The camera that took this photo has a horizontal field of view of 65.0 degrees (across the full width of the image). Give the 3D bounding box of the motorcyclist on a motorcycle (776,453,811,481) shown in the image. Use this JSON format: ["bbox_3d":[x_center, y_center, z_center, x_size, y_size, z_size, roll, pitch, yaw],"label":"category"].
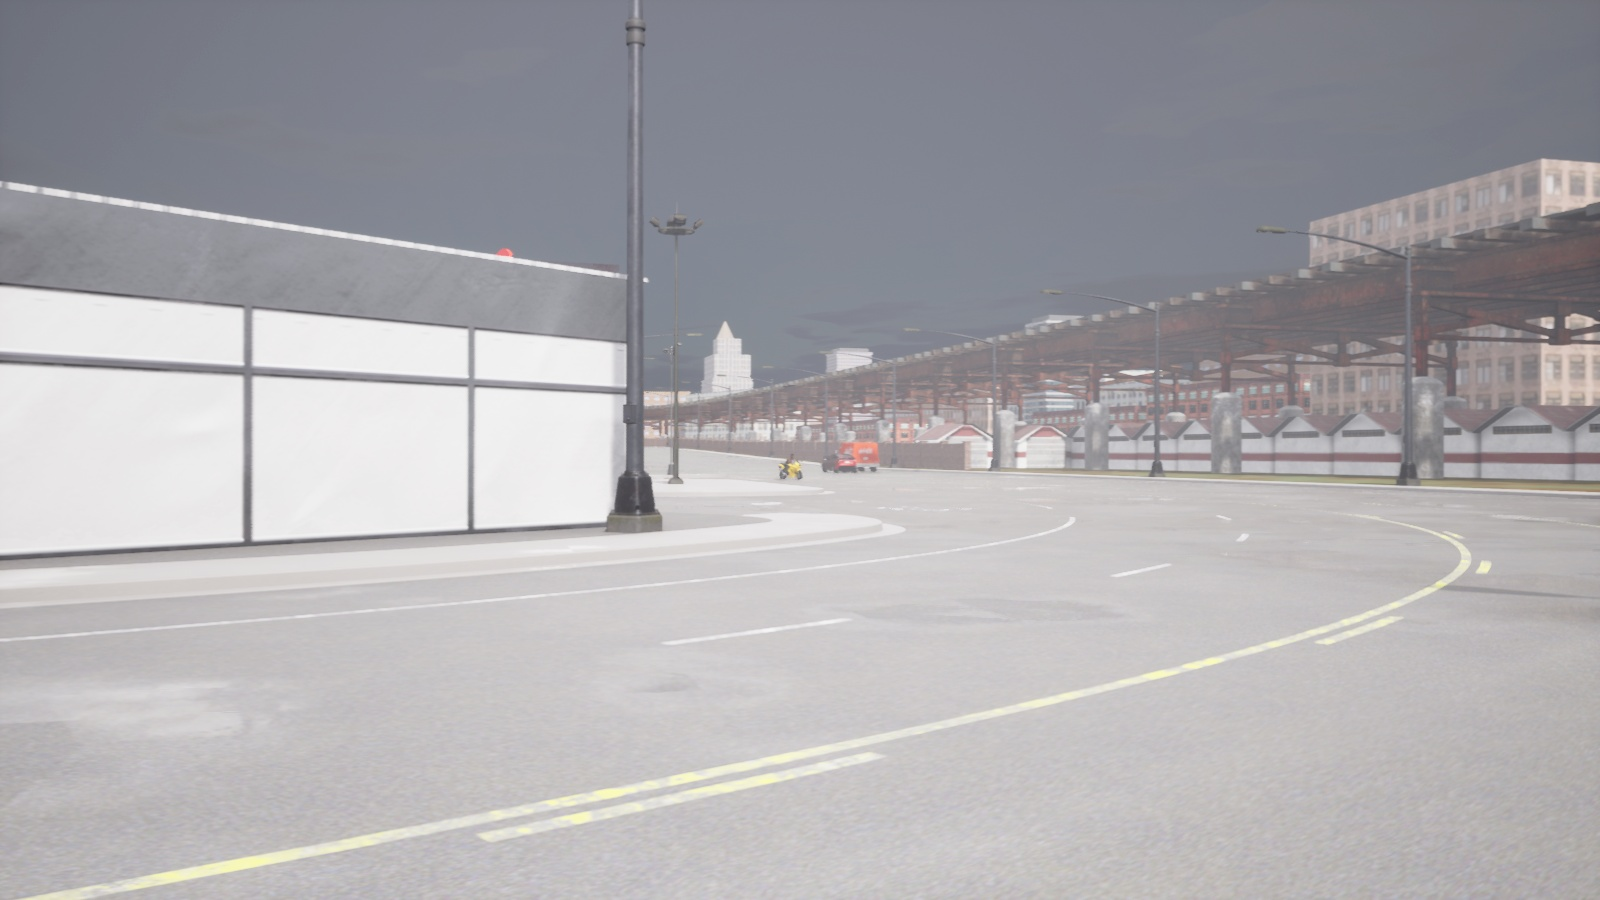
[{"bbox_3d":[-0.372,0.956,70.935,0.797,1.523,2.044,-4,2,-40],"label":"motorcyclist on a motorcycle"}]
